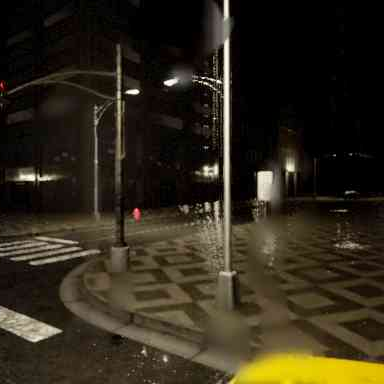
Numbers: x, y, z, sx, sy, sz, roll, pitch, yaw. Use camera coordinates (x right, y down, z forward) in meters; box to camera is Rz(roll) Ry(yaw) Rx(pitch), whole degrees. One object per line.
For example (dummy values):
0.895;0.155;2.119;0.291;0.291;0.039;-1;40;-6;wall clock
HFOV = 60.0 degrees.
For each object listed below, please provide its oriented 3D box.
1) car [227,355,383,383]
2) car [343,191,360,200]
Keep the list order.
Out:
2.155;1.517;1.437;4.829;1.417;1.752;-1;0;35;car
26.648;0.554;55.540;2.128;1.511;4.902;0;1;36;car
